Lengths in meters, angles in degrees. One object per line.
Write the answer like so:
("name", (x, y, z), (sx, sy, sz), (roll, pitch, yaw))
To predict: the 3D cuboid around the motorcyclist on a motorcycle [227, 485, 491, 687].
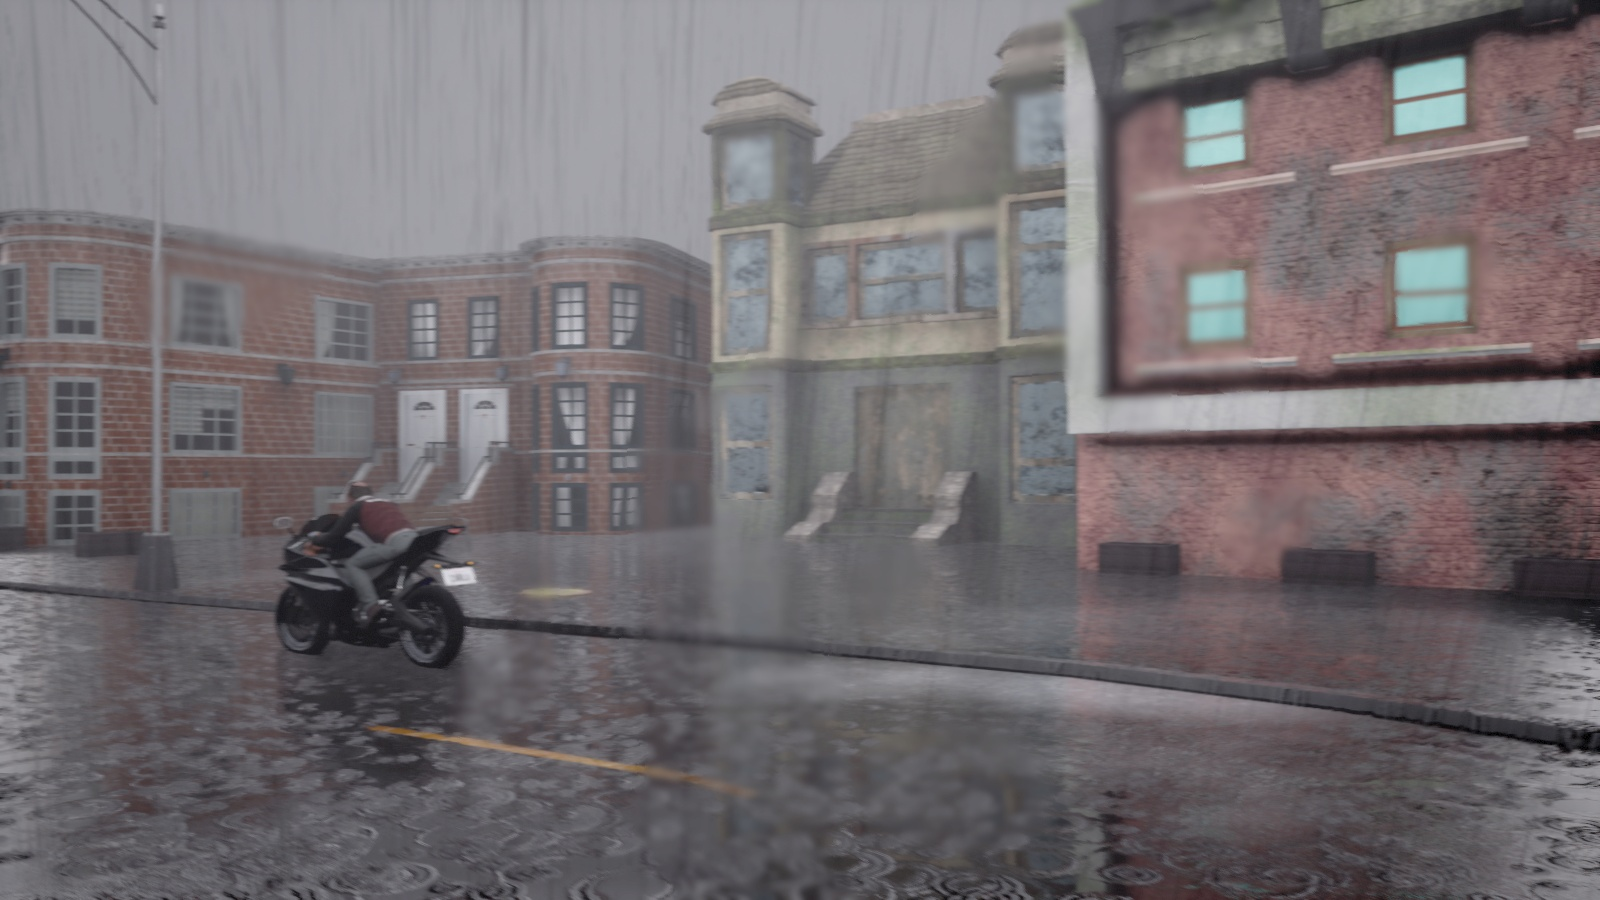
("motorcyclist on a motorcycle", (-3.729, 1.075, 10.558), (2.191, 1.530, 0.866), (-1, -1, 30))
